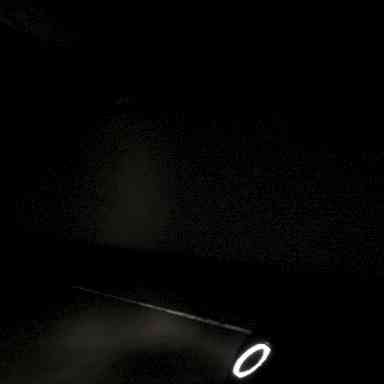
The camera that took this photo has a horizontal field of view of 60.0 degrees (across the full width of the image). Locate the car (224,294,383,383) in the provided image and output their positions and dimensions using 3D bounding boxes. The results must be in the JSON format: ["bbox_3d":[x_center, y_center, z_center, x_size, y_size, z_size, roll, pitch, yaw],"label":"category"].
[{"bbox_3d":[2.456,1.346,2.240,4.553,1.767,2.097,0,0,36],"label":"car"}]
